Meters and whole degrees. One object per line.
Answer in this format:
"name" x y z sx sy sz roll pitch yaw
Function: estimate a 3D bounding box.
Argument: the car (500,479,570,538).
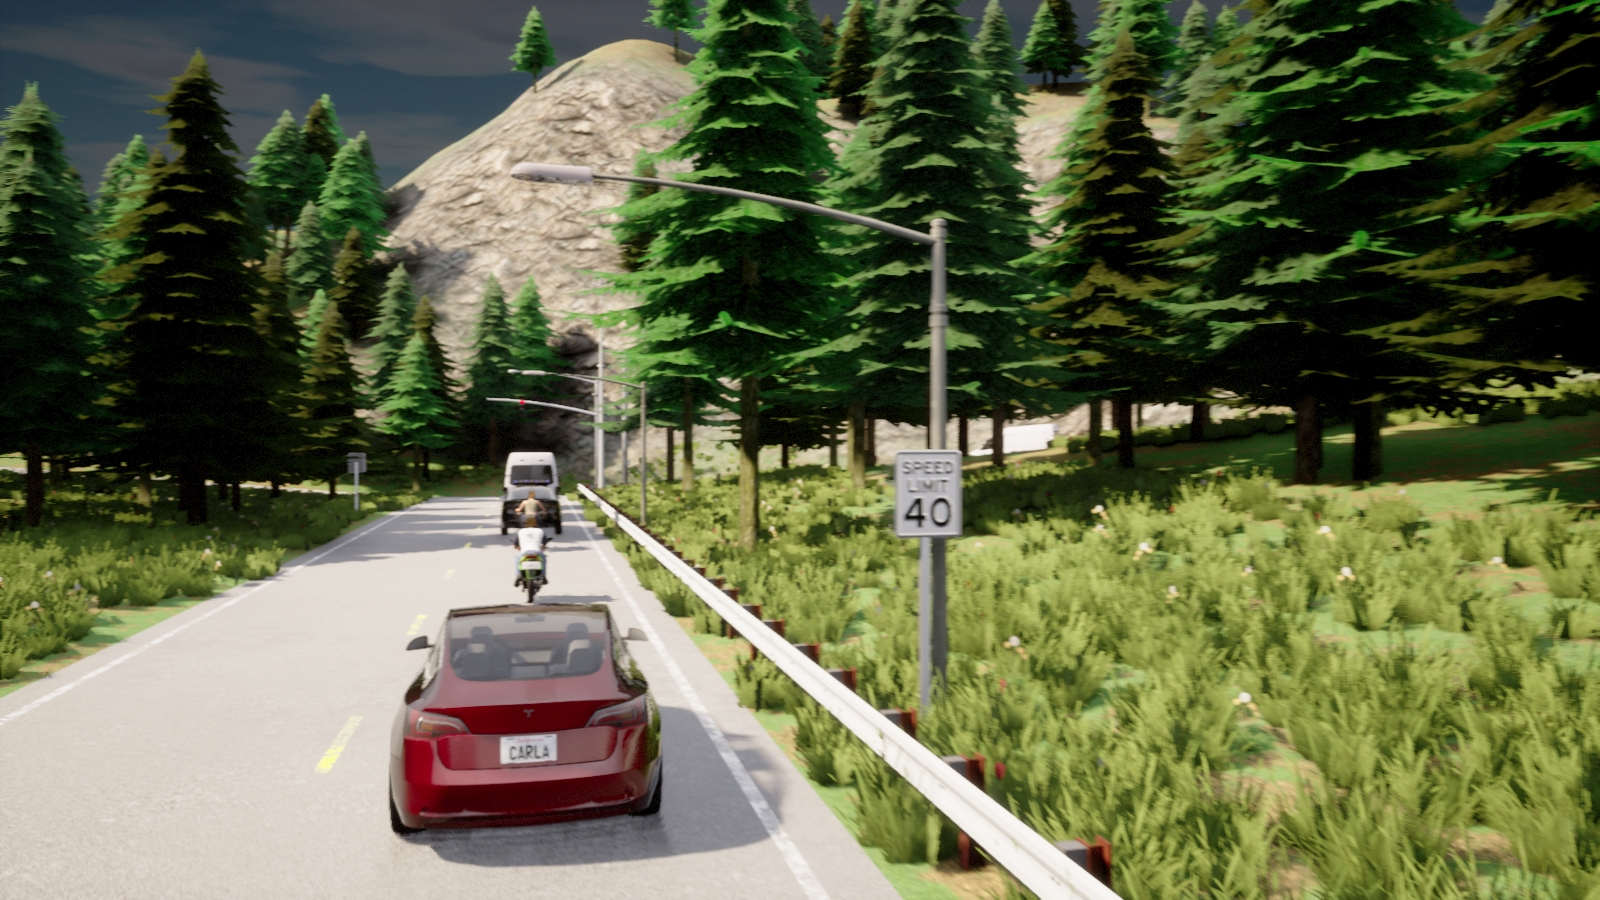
"car" -8.695 1.845 37.507 2.097 1.638 5.238 0 0 -13

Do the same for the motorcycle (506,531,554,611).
"motorcycle" -4.848 2.138 20.512 0.803 1.145 2.033 0 2 -13

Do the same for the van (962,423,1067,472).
"van" 13.387 -0.134 71.416 5.915 2.561 1.988 -5 -2 27

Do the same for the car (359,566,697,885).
"car" -2.303 2.022 9.871 2.163 1.488 4.792 0 0 -13

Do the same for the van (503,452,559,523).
"van" -10.504 1.372 44.700 1.988 2.561 5.915 0 0 -13
